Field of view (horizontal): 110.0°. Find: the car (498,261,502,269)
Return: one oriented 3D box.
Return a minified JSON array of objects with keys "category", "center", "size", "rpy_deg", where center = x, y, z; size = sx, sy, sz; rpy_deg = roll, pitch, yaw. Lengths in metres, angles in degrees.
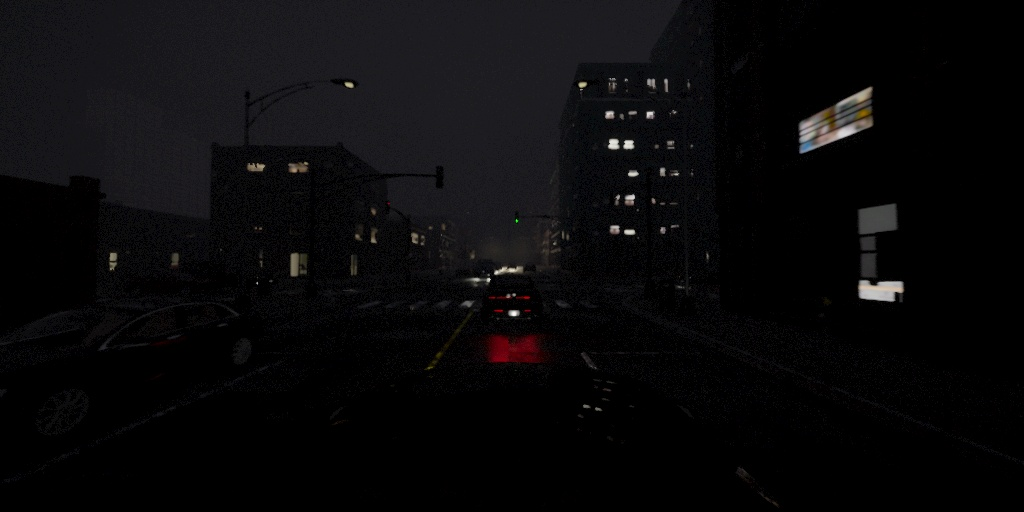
[{"category":"car","center":[-3.056,1.870,58.600],"size":[1.994,1.385,4.181],"rpy_deg":[0,-1,0]}]

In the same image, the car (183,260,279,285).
[{"category":"car","center":[-18.312,1.294,23.214],"size":[5.566,2.045,2.150],"rpy_deg":[-1,-2,1]}]

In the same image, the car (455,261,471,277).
[{"category":"car","center":[-5.775,1.700,43.186],"size":[1.888,1.381,4.507],"rpy_deg":[0,0,0]}]

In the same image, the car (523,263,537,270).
[{"category":"car","center":[2.680,1.706,54.617],"size":[1.967,1.591,4.097],"rpy_deg":[0,0,0]}]

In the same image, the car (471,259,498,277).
[{"category":"car","center":[-3.098,1.361,41.647],"size":[2.150,2.045,5.566],"rpy_deg":[0,0,0]}]

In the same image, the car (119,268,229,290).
[{"category":"car","center":[-19.298,1.547,20.475],"size":[4.507,1.381,1.888],"rpy_deg":[0,0,1]}]

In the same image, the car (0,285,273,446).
[{"category":"car","center":[-5.691,1.335,5.232],"size":[2.007,1.370,4.403],"rpy_deg":[0,0,0]}]

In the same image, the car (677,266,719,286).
[{"category":"car","center":[15.044,1.431,26.106],"size":[5.357,1.411,2.033],"rpy_deg":[0,-2,1]}]

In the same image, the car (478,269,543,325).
[{"category":"car","center":[-0.075,1.360,12.365],"size":[1.837,1.490,4.892],"rpy_deg":[0,-1,-3]}]
